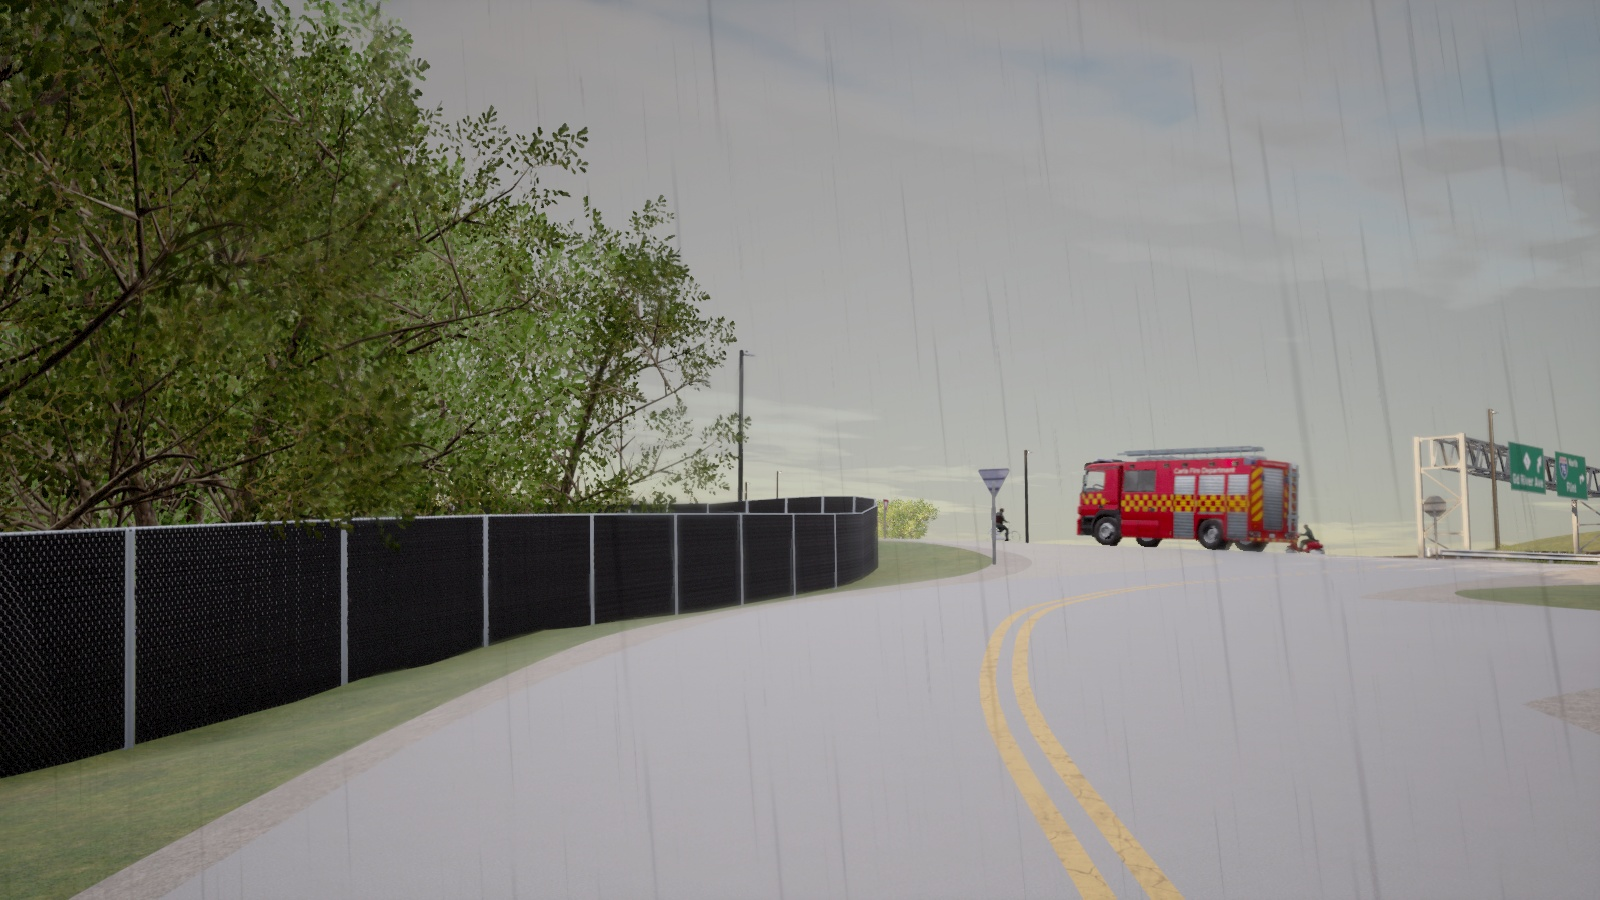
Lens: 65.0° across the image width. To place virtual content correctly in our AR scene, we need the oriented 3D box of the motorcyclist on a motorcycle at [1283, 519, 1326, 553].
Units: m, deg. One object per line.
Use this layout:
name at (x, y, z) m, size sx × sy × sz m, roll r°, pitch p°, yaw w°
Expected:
motorcyclist on a motorcycle at (24.422, 4.181, 60.845) m, size 1.817 × 1.590 × 0.866 m, roll 0°, pitch -5°, yaw 15°

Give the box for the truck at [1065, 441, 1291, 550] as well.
truck at (14.555, 1.831, 49.099) m, size 2.891 × 3.827 × 8.468 m, roll 5°, pitch -5°, yaw -35°
